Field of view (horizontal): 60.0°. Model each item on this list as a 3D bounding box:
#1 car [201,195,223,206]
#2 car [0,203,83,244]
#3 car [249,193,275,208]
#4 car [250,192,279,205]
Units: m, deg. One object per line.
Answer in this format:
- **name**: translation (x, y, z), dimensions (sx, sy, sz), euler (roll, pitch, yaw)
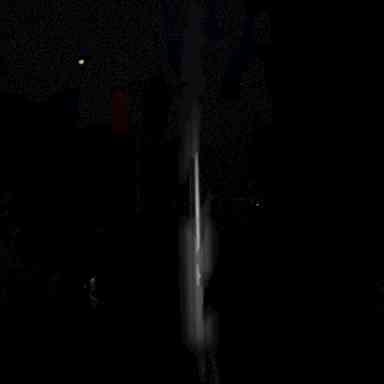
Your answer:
- **car**: translation (2.236, 1.101, 45.556), dimensions (2.033, 1.411, 5.357), euler (-2, 0, 35)
- **car**: translation (-6.998, 1.259, 14.446), dimensions (1.837, 1.490, 4.892), euler (-4, -1, 28)
- **car**: translation (8.153, 1.000, 36.694), dimensions (1.895, 1.301, 4.718), euler (-2, 0, 35)
- **car**: translation (9.836, 0.838, 44.799), dimensions (2.128, 1.511, 4.902), euler (-2, 0, 35)
